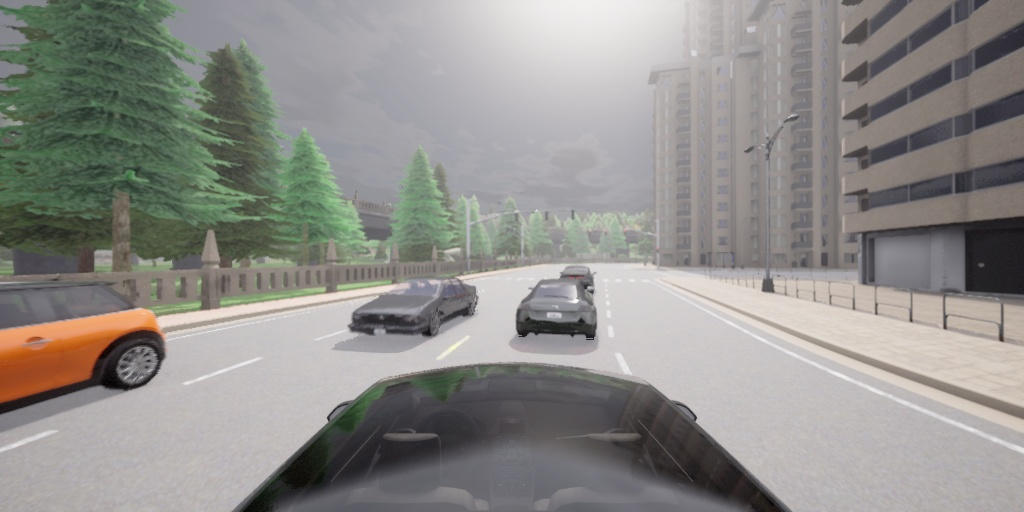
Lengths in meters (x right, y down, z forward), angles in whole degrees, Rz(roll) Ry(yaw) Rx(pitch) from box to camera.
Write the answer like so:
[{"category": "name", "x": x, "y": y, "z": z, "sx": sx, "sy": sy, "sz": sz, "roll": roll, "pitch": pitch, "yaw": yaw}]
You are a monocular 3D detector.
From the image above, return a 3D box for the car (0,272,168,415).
[{"category": "car", "x": -6.784, "y": 1.112, "z": 3.881, "sx": 2.097, "sy": 1.767, "sz": 4.553, "roll": 0, "pitch": 0, "yaw": 4}]

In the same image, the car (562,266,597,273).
[{"category": "car", "x": 3.742, "y": 1.293, "z": 20.517, "sx": 1.837, "sy": 1.490, "sz": 4.892, "roll": 0, "pitch": 0, "yaw": 14}]

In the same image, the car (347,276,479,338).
[{"category": "car", "x": -2.466, "y": 1.318, "z": 10.664, "sx": 2.033, "sy": 1.411, "sz": 5.357, "roll": 0, "pitch": 0, "yaw": 11}]

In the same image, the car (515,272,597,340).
[{"category": "car", "x": 1.357, "y": 1.332, "z": 10.185, "sx": 1.994, "sy": 1.385, "sz": 4.181, "roll": 0, "pitch": 0, "yaw": 11}]
